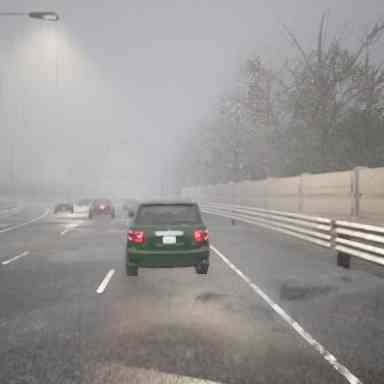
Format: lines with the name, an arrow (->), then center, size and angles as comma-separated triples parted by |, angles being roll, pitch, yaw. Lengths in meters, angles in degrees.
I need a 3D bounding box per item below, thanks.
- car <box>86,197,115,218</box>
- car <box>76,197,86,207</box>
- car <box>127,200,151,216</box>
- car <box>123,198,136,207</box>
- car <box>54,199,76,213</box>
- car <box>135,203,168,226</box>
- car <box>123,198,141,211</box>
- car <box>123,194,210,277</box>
car -> -8.075, 1.321, 29.762 | 2.097, 1.767, 4.553 | 0, 0, -16
car -> -16.379, 1.458, 50.128 | 1.837, 1.490, 4.892 | 0, 1, -28
car -> -5.336, 1.525, 32.991 | 1.994, 1.385, 4.181 | 0, 0, -15
car -> -9.465, 1.543, 50.256 | 1.895, 1.301, 4.718 | 0, 0, -10
car -> -13.743, 1.493, 35.772 | 1.812, 1.442, 4.674 | 0, 0, -20
car -> -2.979, 1.535, 23.981 | 1.994, 1.385, 4.181 | 0, 0, -12
car -> -7.451, 1.517, 40.873 | 1.994, 1.385, 4.181 | 0, 0, -14
car -> -0.823, 1.207, 10.418 | 2.150, 2.045, 5.566 | 0, 0, -6
